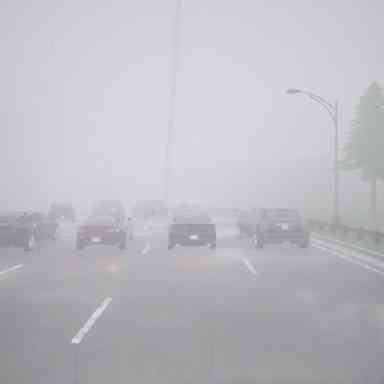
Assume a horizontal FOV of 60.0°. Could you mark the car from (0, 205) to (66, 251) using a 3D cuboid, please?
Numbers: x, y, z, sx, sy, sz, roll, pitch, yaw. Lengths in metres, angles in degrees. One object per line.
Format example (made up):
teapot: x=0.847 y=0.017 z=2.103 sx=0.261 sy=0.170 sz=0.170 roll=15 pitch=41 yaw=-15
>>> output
car: x=-7.102 y=1.516 z=13.952 sx=1.837 sy=1.490 sz=4.892 roll=0 pitch=0 yaw=-4

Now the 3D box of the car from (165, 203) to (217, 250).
car: x=-0.122 y=1.485 z=14.488 sx=1.882 sy=1.535 sz=5.008 roll=0 pitch=0 yaw=-4

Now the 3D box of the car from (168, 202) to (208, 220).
car: x=-0.473 y=1.616 z=29.830 sx=1.895 sy=1.301 sz=4.718 roll=0 pitch=0 yaw=-24

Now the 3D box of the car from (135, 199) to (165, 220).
car: x=-3.642 y=1.366 z=28.343 sx=2.097 sy=1.767 sz=4.553 roll=0 pitch=0 yaw=-24

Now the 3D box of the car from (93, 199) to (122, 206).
car: x=-6.835 y=1.366 z=26.910 sx=2.097 sy=1.767 sz=4.553 roll=0 pitch=0 yaw=-24

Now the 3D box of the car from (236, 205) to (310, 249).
car: x=3.370 y=1.366 z=14.725 sx=2.097 sy=1.767 sz=4.553 roll=0 pitch=0 yaw=-4

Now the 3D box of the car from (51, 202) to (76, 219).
car: x=-10.041 y=1.516 z=25.505 sx=1.837 sy=1.490 sz=4.892 roll=0 pitch=0 yaw=-24

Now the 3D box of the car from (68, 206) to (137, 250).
car: x=-3.612 y=1.533 z=14.220 sx=1.812 sy=1.442 sz=4.674 roll=0 pitch=0 yaw=-4
